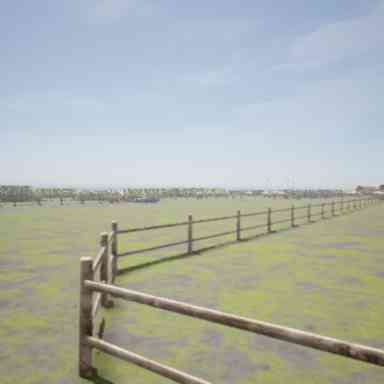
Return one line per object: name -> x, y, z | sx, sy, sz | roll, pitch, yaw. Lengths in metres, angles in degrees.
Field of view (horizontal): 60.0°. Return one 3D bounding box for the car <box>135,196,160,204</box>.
car -> -8.876, 1.610, 67.495 | 2.033, 1.411, 5.357 | 1, 1, 44
